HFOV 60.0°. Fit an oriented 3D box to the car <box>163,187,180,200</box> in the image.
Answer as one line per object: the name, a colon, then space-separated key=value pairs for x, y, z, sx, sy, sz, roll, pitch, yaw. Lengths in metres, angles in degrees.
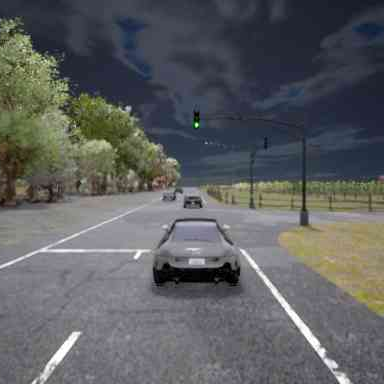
car: x=-3.396 y=0.476 z=51.059 sx=2.128 sy=1.511 sz=4.902 roll=0 pitch=1 yaw=0

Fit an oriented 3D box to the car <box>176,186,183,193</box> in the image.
car: x=-3.492 y=-0.554 z=89.030 sx=2.150 sy=2.045 sz=5.566 roll=0 pitch=1 yaw=0

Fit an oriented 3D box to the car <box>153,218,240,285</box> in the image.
car: x=0.101 y=1.385 z=8.968 sx=1.994 sy=1.385 sz=4.181 roll=0 pitch=1 yaw=0

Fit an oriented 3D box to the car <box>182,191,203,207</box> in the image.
car: x=0.103 y=0.796 z=35.834 sx=1.837 sy=1.490 sz=4.892 roll=0 pitch=2 yaw=0
